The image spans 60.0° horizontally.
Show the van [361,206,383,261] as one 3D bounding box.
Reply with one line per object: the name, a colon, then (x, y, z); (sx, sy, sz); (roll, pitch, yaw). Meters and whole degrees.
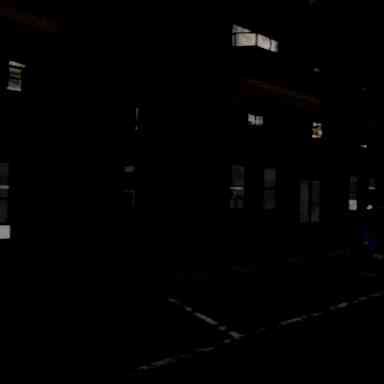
van: (7.099, 1.320, 10.668); (3.998, 1.788, 1.690); (0, 2, -33)
